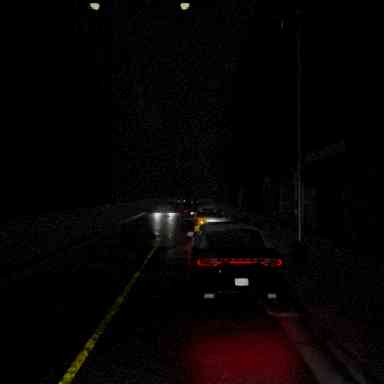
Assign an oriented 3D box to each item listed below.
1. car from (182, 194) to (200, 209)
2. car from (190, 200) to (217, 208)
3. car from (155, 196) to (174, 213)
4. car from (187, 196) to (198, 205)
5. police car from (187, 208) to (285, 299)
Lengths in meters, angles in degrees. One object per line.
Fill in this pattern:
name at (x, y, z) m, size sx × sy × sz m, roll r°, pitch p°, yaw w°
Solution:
car at (0.030, 1.413, 46.599) m, size 2.097 × 1.767 × 4.553 m, roll 0°, pitch 0°, yaw 0°
car at (0.906, 1.468, 18.701) m, size 1.801 × 1.575 × 5.366 m, roll 0°, pitch 0°, yaw 0°
car at (-3.088, 1.570, 38.419) m, size 1.812 × 1.442 × 4.674 m, roll 0°, pitch 0°, yaw 0°
car at (0.019, 1.573, 60.343) m, size 1.882 × 1.535 × 5.008 m, roll 0°, pitch 0°, yaw 0°
police car at (0.903, 1.430, 8.619) m, size 1.930 × 1.638 × 5.238 m, roll 0°, pitch 0°, yaw 0°
